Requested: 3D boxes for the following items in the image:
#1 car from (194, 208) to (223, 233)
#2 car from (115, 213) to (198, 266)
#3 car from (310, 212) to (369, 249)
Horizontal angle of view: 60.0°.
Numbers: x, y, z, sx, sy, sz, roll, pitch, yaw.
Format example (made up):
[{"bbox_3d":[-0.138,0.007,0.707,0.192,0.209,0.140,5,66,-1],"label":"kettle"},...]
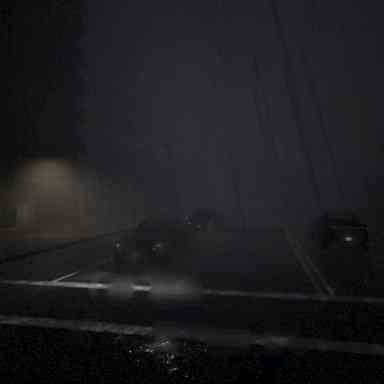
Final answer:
[{"bbox_3d":[0.973,1.874,22.592,1.837,1.490,4.892,-1,-1,13],"label":"car"},{"bbox_3d":[-1.254,1.758,12.708,1.812,1.442,4.674,-1,-1,13],"label":"car"},{"bbox_3d":[6.732,1.676,15.539,2.128,1.511,4.902,-1,-1,13],"label":"car"}]
